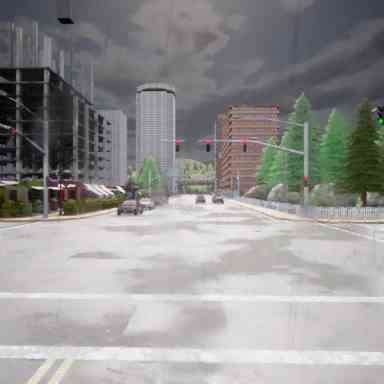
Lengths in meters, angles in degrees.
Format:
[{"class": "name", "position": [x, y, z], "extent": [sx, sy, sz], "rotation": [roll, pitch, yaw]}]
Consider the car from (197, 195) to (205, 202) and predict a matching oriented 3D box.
[{"class": "car", "position": [1.960, 1.326, 74.667], "extent": [1.837, 1.490, 4.892], "rotation": [0, 0, 1]}]

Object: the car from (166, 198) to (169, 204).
[{"class": "car", "position": [-5.429, 1.564, 61.690], "extent": [1.994, 1.385, 4.181], "rotation": [0, 0, 2]}]

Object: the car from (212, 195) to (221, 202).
[{"class": "car", "position": [5.460, 1.421, 74.610], "extent": [1.895, 1.301, 4.718], "rotation": [0, 0, 1]}]

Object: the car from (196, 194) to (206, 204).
[{"class": "car", "position": [1.734, 1.601, 65.482], "extent": [1.895, 1.301, 4.718], "rotation": [0, 0, 1]}]

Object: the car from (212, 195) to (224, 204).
[{"class": "car", "position": [5.241, 1.525, 65.714], "extent": [1.812, 1.442, 4.674], "rotation": [0, 0, 1]}]

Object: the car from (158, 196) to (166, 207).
[{"class": "car", "position": [-5.698, 1.352, 51.767], "extent": [2.097, 1.767, 4.553], "rotation": [0, 0, 1]}]

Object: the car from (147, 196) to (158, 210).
[{"class": "car", "position": [-5.927, 1.526, 42.762], "extent": [1.812, 1.442, 4.674], "rotation": [0, 0, 1]}]

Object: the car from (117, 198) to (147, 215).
[{"class": "car", "position": [-6.170, 1.526, 33.672], "extent": [1.812, 1.442, 4.674], "rotation": [0, 0, 2]}]
